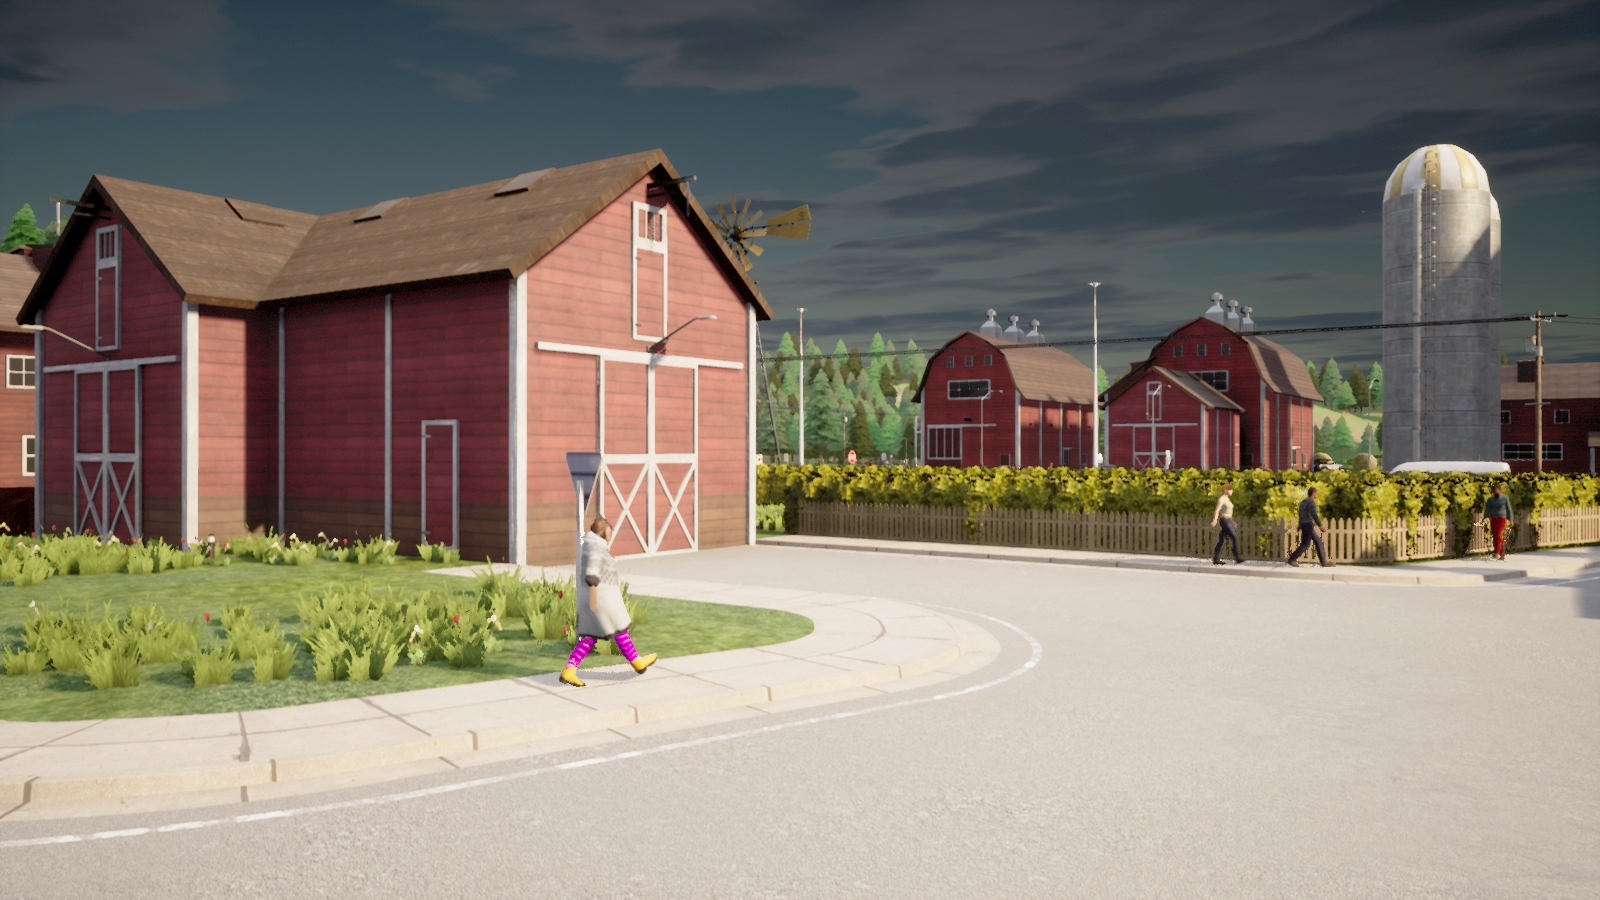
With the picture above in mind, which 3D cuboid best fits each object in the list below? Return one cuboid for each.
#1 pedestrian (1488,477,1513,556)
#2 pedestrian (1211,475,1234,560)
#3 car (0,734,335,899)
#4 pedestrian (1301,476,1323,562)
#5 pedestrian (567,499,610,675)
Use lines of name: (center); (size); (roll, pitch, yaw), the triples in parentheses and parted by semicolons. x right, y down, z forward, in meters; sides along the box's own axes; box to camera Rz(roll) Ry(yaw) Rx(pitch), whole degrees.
pedestrian: (16.816, 1.593, 27.436); (0.375, 1.860, 0.375); (0, 0, -32)
pedestrian: (9.421, 1.500, 25.462); (0.375, 1.860, 0.375); (0, 0, 41)
car: (-3.713, 1.855, 2.834); (4.514, 1.525, 2.007); (0, 1, -14)
pedestrian: (11.225, 1.511, 25.057); (0.375, 1.860, 0.375); (0, 0, 11)
pedestrian: (-2.308, 1.474, 12.465); (0.375, 1.860, 0.375); (0, 0, -27)
